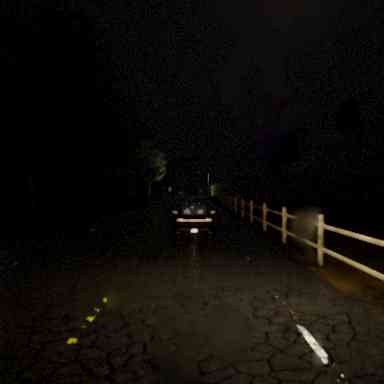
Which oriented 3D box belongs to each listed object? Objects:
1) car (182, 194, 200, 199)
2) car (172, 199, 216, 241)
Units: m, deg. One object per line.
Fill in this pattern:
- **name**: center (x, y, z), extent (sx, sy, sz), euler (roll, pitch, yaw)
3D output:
- **car**: center (0.081, 1.160, 35.045), extent (1.895, 1.301, 4.718), euler (0, 1, 0)
- **car**: center (0.092, 1.293, 15.555), extent (2.128, 1.511, 4.902), euler (0, 1, 0)
